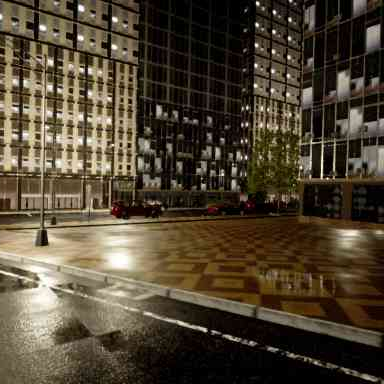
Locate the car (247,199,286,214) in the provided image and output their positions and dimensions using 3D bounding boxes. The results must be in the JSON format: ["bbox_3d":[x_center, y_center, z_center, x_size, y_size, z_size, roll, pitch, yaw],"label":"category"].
[{"bbox_3d":[8.730,1.780,41.187,5.009,1.841,2.192,1,1,-34],"label":"car"}]

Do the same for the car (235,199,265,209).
[{"bbox_3d":[8.937,1.869,50.896,4.313,1.339,1.947,1,1,-34],"label":"car"}]

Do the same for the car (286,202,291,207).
[{"bbox_3d":[13.609,1.932,54.107,4.206,1.307,1.802,1,1,-34],"label":"car"}]

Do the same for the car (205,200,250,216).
[{"bbox_3d":[4.053,1.963,37.981,4.507,1.381,1.887,1,1,-34],"label":"car"}]

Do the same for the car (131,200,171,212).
[{"bbox_3d":[-5.080,1.716,41.265,4.403,1.369,2.008,1,1,-34],"label":"car"}]

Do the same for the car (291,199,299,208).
[{"bbox_3d":[18.281,1.962,57.317,4.313,1.339,1.947,1,1,-34],"label":"car"}]

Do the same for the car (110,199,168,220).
[{"bbox_3d":[-5.286,1.642,31.556,5.009,1.841,2.192,1,1,-34],"label":"car"}]

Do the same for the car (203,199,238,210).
[{"bbox_3d":[4.125,1.781,47.588,4.829,1.417,1.752,1,1,-34],"label":"car"}]
